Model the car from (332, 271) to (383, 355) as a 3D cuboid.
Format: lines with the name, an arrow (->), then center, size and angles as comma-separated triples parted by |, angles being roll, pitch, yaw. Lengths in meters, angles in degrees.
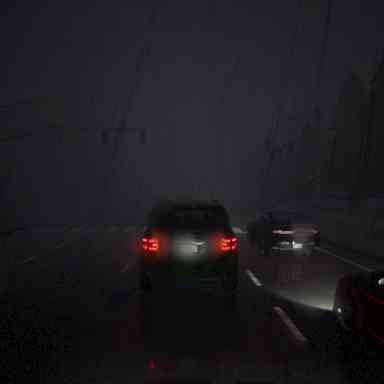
car -> 3.425, 1.564, 4.043 | 1.994, 1.385, 4.181 | 0, 0, -1

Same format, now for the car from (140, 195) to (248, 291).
car -> -0.098, 1.221, 9.194 | 2.150, 2.045, 5.566 | 0, 0, -1

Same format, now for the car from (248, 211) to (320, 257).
car -> 3.336, 1.492, 12.951 | 2.128, 1.511, 4.902 | 0, 0, 0
